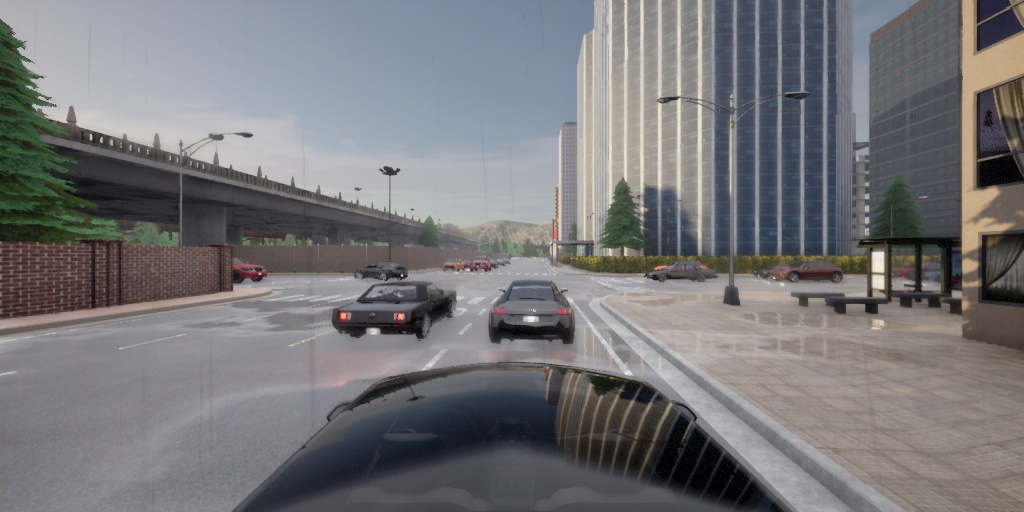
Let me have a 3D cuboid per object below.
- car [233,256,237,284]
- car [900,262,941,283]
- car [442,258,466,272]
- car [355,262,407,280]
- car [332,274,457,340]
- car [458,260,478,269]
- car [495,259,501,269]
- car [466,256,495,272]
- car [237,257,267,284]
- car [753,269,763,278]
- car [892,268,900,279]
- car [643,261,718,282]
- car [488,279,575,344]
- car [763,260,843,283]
[{"bbox_3d":[-22.268,1.027,24.244,5.566,2.045,2.150,0,0,4],"label":"car"},{"bbox_3d":[33.110,1.369,27.396,4.181,1.385,1.994,0,0,5],"label":"car"},{"bbox_3d":[-7.534,1.102,46.595,2.097,1.767,4.553,0,0,5],"label":"car"},{"bbox_3d":[-10.793,1.279,29.454,4.892,1.490,1.837,0,-2,29],"label":"car"},{"bbox_3d":[-2.879,1.351,10.031,1.895,1.301,4.718,0,0,3],"label":"car"},{"bbox_3d":[-6.815,1.297,56.036,2.033,1.411,5.357,0,0,5],"label":"car"},{"bbox_3d":[-3.282,1.228,56.529,1.882,1.535,5.008,0,0,4],"label":"car"},{"bbox_3d":[-4.000,0.971,46.553,2.150,2.045,5.566,0,0,4],"label":"car"},{"bbox_3d":[-22.133,1.027,27.750,5.566,2.045,2.150,0,0,4],"label":"car"},{"bbox_3d":[24.491,1.353,31.556,5.357,1.411,2.033,0,0,4],"label":"car"},{"bbox_3d":[35.276,1.283,30.740,5.008,1.535,1.882,0,0,5],"label":"car"},{"bbox_3d":[13.507,1.353,28.853,5.357,1.411,2.033,0,0,4],"label":"car"},{"bbox_3d":[0.557,1.314,9.633,1.994,1.385,4.181,0,0,4],"label":"car"},{"bbox_3d":[22.961,1.157,28.158,4.553,1.767,2.097,0,0,4],"label":"car"}]
